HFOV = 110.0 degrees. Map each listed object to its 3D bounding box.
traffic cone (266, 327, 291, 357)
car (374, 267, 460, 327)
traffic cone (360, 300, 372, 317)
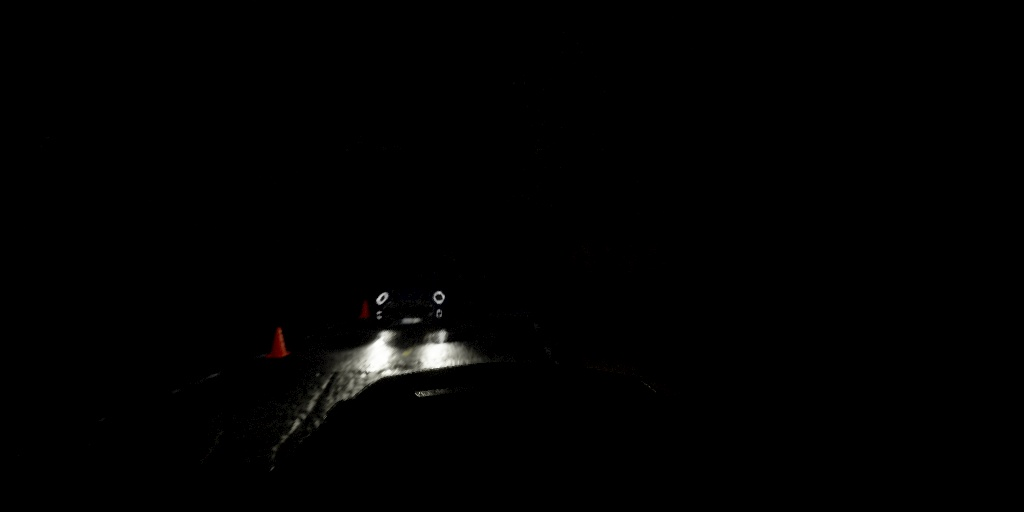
[{"bbox_3d":[-4.914,1.792,7.552,0.340,0.580,0.340,0,0,-1],"label":"traffic cone"},{"bbox_3d":[-2.947,1.184,11.960,2.097,1.767,4.553,-1,0,-3],"label":"car"},{"bbox_3d":[-5.099,1.816,12.479,0.340,0.580,0.340,0,0,-3],"label":"traffic cone"}]
